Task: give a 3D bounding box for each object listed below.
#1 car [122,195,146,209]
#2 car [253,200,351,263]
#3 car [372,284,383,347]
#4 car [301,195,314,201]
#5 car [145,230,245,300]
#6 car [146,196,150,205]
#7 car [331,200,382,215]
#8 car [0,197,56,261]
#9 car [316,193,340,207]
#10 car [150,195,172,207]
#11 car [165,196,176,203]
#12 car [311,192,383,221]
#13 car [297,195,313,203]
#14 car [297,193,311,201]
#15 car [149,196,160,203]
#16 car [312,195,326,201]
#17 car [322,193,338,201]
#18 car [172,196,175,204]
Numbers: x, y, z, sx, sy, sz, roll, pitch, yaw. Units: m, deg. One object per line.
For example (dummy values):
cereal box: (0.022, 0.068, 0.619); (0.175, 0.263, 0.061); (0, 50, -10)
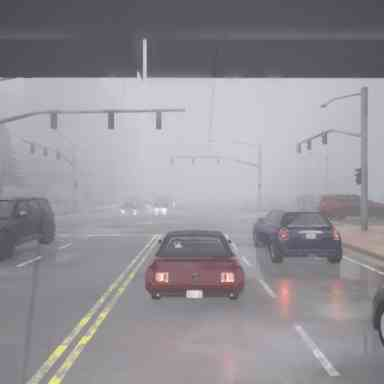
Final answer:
car: (-8.030, 1.341, 44.802); (2.097, 1.767, 4.553); (0, 0, 2)
car: (3.585, 1.349, 12.126); (2.097, 1.767, 4.553); (0, 0, 0)
car: (3.601, 1.504, 3.037); (1.837, 1.490, 4.892); (0, 0, 0)
car: (27.947, 1.376, 80.707); (1.970, 1.475, 3.806); (0, 0, 0)
car: (0.070, 1.599, 8.361); (1.895, 1.301, 4.718); (0, 0, 0)
car: (-8.026, 1.464, 57.280); (1.882, 1.535, 5.008); (0, 0, 0)
car: (16.682, 1.556, 33.932); (4.181, 1.385, 1.994); (0, 0, 1)
car: (-7.106, 1.218, 12.581); (2.150, 2.045, 5.566); (0, 0, 0)
car: (19.557, 1.145, 48.116); (1.905, 1.878, 3.866); (0, 0, 0)
car: (-4.491, 1.480, 49.564); (2.128, 1.511, 4.902); (0, 0, 0)
car: (-4.522, 1.579, 70.287); (1.895, 1.301, 4.718); (0, 0, 0)
car: (12.951, 1.215, 26.718); (5.566, 2.045, 2.150); (0, 0, 1)
car: (22.218, 1.380, 65.590); (1.970, 1.475, 3.806); (0, 0, 0)
car: (16.663, 1.142, 48.163); (1.932, 1.855, 4.605); (0, 0, 0)
car: (-8.032, 1.507, 71.966); (1.812, 1.442, 4.674); (0, 0, 0)
car: (30.842, 1.344, 80.714); (1.784, 1.438, 3.905); (0, 0, 0)
car: (33.525, 1.134, 80.771); (1.932, 1.855, 4.605); (0, 0, 0)
car: (-4.529, 1.340, 58.608); (2.097, 1.767, 4.553); (0, 0, 0)
